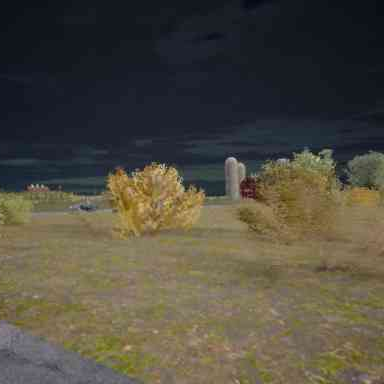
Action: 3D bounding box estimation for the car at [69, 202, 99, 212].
[{"bbox_3d":[-17.455,2.368,53.767,2.128,1.511,4.902,-2,-2,36],"label":"car"}]
